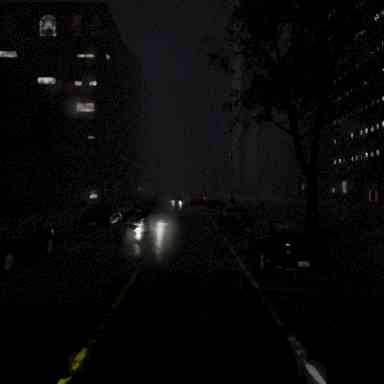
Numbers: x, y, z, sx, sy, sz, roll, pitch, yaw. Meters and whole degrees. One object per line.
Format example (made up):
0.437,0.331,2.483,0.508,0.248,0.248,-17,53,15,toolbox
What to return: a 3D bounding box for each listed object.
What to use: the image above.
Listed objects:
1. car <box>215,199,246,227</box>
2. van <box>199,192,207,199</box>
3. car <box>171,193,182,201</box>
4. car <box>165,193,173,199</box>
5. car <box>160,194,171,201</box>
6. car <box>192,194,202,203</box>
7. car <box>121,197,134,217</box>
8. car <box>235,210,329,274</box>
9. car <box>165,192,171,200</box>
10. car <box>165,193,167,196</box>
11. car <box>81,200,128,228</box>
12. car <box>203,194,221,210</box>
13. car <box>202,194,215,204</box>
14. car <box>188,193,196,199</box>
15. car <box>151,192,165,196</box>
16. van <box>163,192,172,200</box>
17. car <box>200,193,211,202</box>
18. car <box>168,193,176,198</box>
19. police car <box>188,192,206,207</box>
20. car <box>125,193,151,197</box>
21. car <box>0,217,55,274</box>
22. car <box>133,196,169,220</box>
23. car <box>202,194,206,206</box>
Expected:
2.694,1.391,21.493,1.752,1.417,4.829,1,0,0,car
2.673,0.844,82.587,1.690,1.788,3.998,1,0,0,van
-3.029,1.087,67.564,1.837,1.490,4.892,0,0,0,car
-5.710,1.028,82.415,1.752,1.417,4.829,1,0,0,car
-5.706,1.117,71.446,2.008,1.369,4.403,1,0,0,car
0.877,1.152,61.285,1.812,1.442,4.674,0,0,0,car
-5.688,1.358,26.719,1.752,1.417,4.829,1,0,0,car
2.698,1.487,10.183,2.008,1.369,4.403,1,0,0,car
-5.704,1.165,65.876,1.947,1.339,4.313,1,0,0,car
-5.700,1.209,54.737,1.887,1.381,4.507,1,0,0,car
-5.687,1.432,21.320,1.947,1.339,4.313,1,0,0,car
2.687,1.316,38.032,2.008,1.369,4.403,1,0,0,car
2.682,1.106,54.738,1.967,1.590,4.097,1,0,0,car
-0.030,0.983,80.556,1.812,1.442,4.674,0,0,0,car
-5.693,1.013,49.165,2.192,1.841,5.009,1,0,0,car
-5.705,0.875,77.015,1.690,1.788,3.998,1,0,0,van
2.678,1.040,65.878,1.967,1.590,4.097,1,0,0,car
-5.714,0.988,93.723,2.008,1.369,4.403,1,0,0,car
0.668,1.146,45.381,1.930,1.638,5.238,0,0,-3,police car
-5.687,1.113,32.458,2.192,1.841,5.009,1,0,0,car
-5.682,1.486,10.181,2.008,1.369,4.403,1,0,0,car
-3.109,1.314,26.148,1.882,1.535,5.008,0,0,0,car
2.685,1.283,43.599,2.008,1.369,4.403,1,0,0,car
